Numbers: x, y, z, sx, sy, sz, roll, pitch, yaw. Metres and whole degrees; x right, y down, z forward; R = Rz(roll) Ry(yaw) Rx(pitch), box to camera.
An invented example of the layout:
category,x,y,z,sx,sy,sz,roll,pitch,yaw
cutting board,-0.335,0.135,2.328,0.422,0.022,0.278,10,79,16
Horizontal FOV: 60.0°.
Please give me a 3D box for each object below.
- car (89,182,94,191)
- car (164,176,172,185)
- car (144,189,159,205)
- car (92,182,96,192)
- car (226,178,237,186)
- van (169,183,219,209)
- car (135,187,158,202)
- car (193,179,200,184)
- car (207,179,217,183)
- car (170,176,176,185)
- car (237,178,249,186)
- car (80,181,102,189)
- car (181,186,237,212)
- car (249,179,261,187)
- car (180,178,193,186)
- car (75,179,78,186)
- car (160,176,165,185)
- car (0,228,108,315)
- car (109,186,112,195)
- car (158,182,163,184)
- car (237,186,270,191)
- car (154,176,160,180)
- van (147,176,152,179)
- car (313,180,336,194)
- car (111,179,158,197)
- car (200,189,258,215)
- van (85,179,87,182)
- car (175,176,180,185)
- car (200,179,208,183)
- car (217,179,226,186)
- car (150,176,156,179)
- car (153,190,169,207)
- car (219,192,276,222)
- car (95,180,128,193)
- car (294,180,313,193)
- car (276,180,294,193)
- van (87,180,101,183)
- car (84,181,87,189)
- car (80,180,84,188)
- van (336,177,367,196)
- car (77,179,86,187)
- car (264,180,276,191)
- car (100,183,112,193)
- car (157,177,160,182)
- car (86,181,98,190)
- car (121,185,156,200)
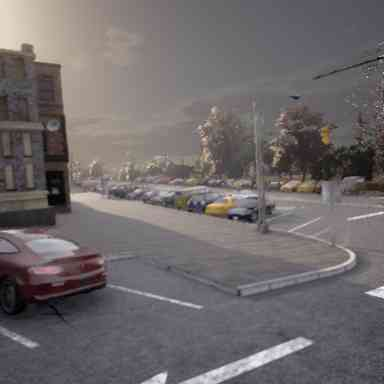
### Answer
category,x,y,z,sx,sy,sz,roll,pitch,yaw
car,-17.525,-0.862,67.581,2.097,1.535,5.008,0,6,45
car,-3.294,-2.474,79.702,5.366,1.575,1.946,-6,6,-44
car,-2.679,0.575,37.888,2.002,1.452,4.674,1,6,41
car,-16.233,-0.729,64.855,2.231,1.521,4.892,1,7,45
car,8.566,-1.337,55.984,1.946,1.575,5.366,1,5,43
van,0.274,0.536,32.662,1.878,1.987,4.442,0,6,41
car,-4.114,0.456,40.547,2.002,1.452,4.674,0,6,42
car,3.162,-1.798,66.458,2.163,1.488,4.792,1,5,44
car,5.753,-1.570,61.119,2.097,1.535,5.008,1,5,44
car,-1.932,-2.350,77.137,4.892,1.521,2.231,-6,5,-44
car,9.779,-1.320,53.192,2.185,1.767,4.553,1,5,43
car,-26.215,-1.816,86.752,5.008,1.535,2.097,-8,6,-44
car,1.660,0.766,29.924,2.185,1.767,4.553,0,6,40
car,11.184,-1.035,50.606,2.002,1.452,4.674,1,5,42
car,0.574,-2.085,71.765,2.097,1.535,5.008,1,5,45
car,-27.477,-2.200,89.446,5.566,2.045,2.435,-8,7,-44
car,-4.389,-2.873,82.541,5.566,2.045,2.435,-6,5,-44
car,-3.872,1.539,7.519,4.674,1.452,2.002,-1,-1,35
car,-9.672,-0.079,51.266,2.097,1.535,5.008,0,6,43
car,-7.163,-0.541,56.950,1.994,1.385,4.181,-5,5,-26
car,5.289,0.521,33.311,1.812,1.442,4.674,-5,5,-29
car,-6.829,-2.864,87.977,4.792,1.488,2.163,-6,5,-44
van,-9.387,-3.379,93.271,4.442,1.987,1.878,-6,6,-44
car,16.832,-0.726,40.185,2.185,1.767,4.553,1,5,41
car,-8.302,-0.206,48.579,2.435,2.045,5.566,0,6,43
car,3.299,0.981,27.474,1.946,1.575,5.366,0,6,40
van,-22.442,-1.642,78.607,4.442,1.987,1.878,-8,6,-44
car,-0.705,-2.341,74.421,4.553,1.767,2.185,-6,5,-45
car,4.425,-1.665,63.747,2.163,1.488,4.792,2,6,44
car,7.113,-1.571,58.492,2.185,1.767,4.553,2,6,43
car,-8.206,-3.016,90.530,5.366,1.575,1.946,-6,6,-44
car,-1.250,0.656,35.230,2.231,1.521,4.892,0,6,41
car,4.508,1.164,24.668,2.163,1.488,4.792,1,6,40
car,-14.945,-0.724,62.121,2.185,1.767,4.553,1,7,44
car,15.541,-0.736,42.941,1.946,1.575,5.366,1,5,41
car,13.875,-0.826,45.254,1.946,1.575,5.366,2,5,42
van,-19.958,-1.369,73.124,4.442,1.987,1.878,-8,6,-44
car,-21.285,-1.237,75.778,4.792,1.488,2.163,-8,7,-44
car,-23.746,-1.542,81.278,5.008,1.535,2.097,-8,6,-44
van,18.235,-0.705,37.538,1.878,1.987,4.442,1,5,41
car,-25.010,-1.926,83.974,5.566,2.045,2.435,-8,7,-44
car,12.582,-0.915,47.998,2.002,1.452,4.674,1,5,42
car,-12.338,-0.335,56.677,2.097,1.535,5.008,1,6,44
car,-5.641,-2.724,85.222,4.792,1.488,2.163,-6,6,-44
car,-18.902,-0.981,70.185,5.366,1.575,1.946,-8,7,-44
car,-6.915,0.211,45.890,2.002,1.452,4.674,1,6,42
